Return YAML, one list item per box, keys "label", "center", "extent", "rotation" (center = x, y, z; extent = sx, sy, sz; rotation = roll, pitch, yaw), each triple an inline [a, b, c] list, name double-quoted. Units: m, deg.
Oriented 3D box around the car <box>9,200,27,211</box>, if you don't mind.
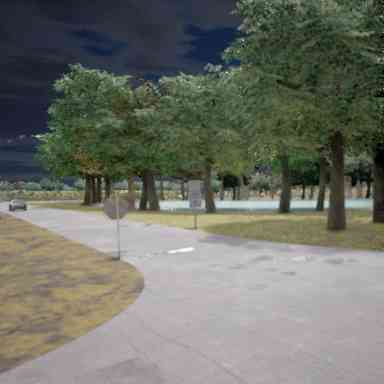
- label: "car"
  center: [-24.148, 1.833, 46.095]
  extent: [1.837, 1.490, 4.892]
  rotation: [-2, 1, -35]
